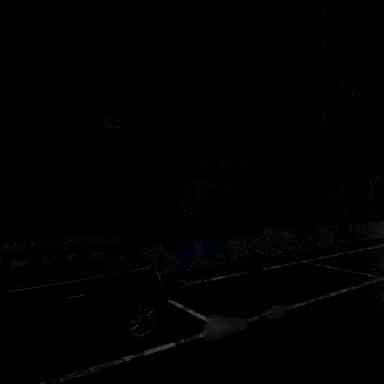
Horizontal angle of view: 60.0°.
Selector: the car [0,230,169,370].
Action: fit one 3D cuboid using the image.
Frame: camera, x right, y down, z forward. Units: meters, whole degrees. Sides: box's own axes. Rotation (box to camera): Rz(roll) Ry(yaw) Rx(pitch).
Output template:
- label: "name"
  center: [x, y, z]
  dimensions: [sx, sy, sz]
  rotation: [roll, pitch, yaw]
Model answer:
- label: "car"
  center: [-2.455, 1.440, 4.784]
  dimensions: [4.097, 1.590, 1.967]
  rotation: [0, 0, -35]
